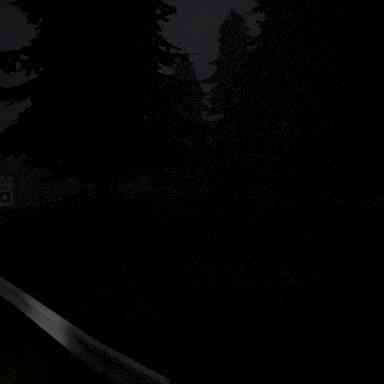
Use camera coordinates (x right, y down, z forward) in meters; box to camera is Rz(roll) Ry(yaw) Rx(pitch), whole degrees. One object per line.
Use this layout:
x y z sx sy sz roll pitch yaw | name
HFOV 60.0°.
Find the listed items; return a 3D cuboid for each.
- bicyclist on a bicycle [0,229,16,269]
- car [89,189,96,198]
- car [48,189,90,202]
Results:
-4.510 1.328 7.377 0.582 1.620 1.656 0 0 33 | bicyclist on a bicycle
-15.458 0.400 47.927 2.097 1.767 4.553 -4 2 10 | car
-13.788 0.779 36.744 2.033 1.411 5.357 -4 2 8 | car
